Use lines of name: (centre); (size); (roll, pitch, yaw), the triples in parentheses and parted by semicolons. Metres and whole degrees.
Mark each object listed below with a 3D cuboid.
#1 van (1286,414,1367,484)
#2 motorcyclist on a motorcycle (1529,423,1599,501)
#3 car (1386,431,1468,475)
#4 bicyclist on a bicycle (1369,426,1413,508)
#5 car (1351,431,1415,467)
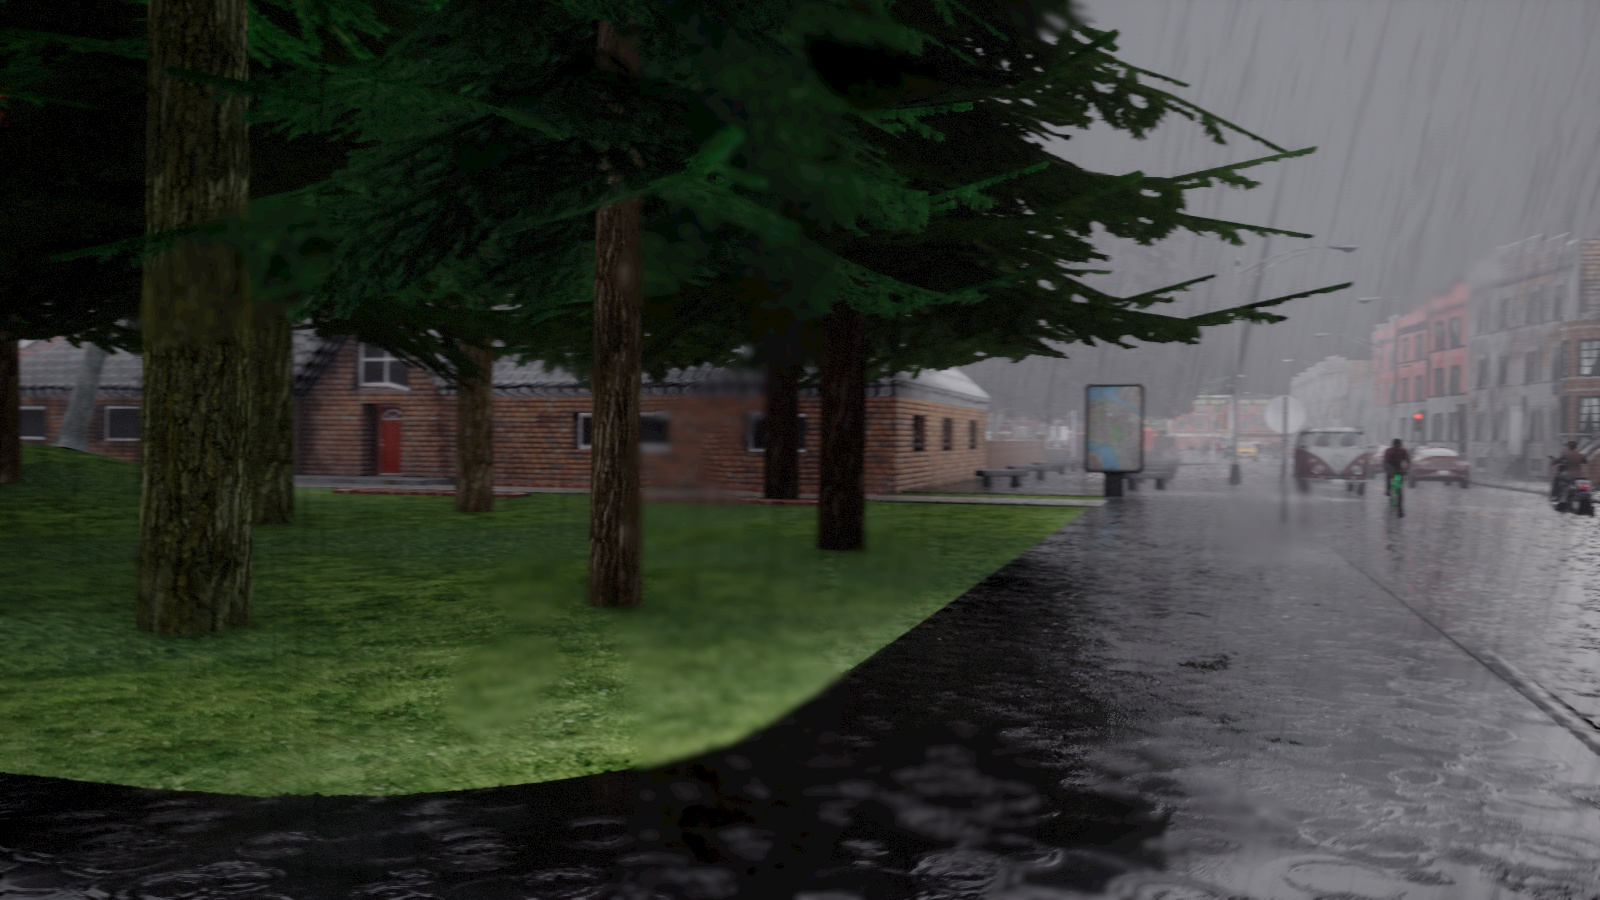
van: (15.729, -0.048, 37.705); (1.775, 1.987, 4.442); (-1, 1, 17)
motorcyclist on a motorcycle: (16.901, 0.241, 27.842); (0.766, 1.649, 2.350); (-1, 0, 17)
car: (21.765, 0.085, 43.771); (1.812, 1.442, 4.674); (-1, 1, 17)
bicyclist on a bicycle: (12.034, 0.328, 25.598); (0.582, 1.620, 1.656); (-1, 1, 17)
car: (24.604, -0.051, 53.126); (1.812, 1.442, 4.674); (-1, 1, 17)
